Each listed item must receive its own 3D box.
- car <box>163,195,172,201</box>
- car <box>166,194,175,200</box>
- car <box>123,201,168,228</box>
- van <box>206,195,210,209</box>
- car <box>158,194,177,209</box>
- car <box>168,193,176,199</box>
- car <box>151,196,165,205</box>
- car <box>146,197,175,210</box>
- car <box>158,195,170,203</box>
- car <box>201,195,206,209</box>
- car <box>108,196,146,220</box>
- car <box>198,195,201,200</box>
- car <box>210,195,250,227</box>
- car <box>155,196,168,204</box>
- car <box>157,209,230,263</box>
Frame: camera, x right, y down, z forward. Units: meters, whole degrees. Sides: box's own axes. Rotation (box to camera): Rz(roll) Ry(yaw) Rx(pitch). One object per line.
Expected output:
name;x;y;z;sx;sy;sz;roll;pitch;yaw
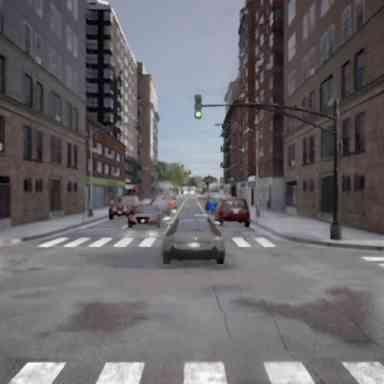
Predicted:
car;-5.628;1.394;77.361;1.802;1.307;4.206;0;0;0
car;-5.655;1.226;88.369;1.967;1.590;4.097;0;0;0
car;-2.915;1.510;21.728;1.994;1.385;4.181;0;0;0
van;2.590;1.266;33.355;1.690;1.788;3.998;0;0;0
car;-2.967;1.251;41.865;2.097;1.767;4.553;0;0;0
car;-5.669;1.213;93.872;1.967;1.590;4.097;0;0;0
car;-5.573;1.409;55.346;1.887;1.381;4.507;0;0;0
car;-2.940;1.449;31.721;1.812;1.442;4.674;0;0;0
car;-5.600;1.389;66.353;2.008;1.369;4.403;0;0;0
car;2.570;1.227;38.859;2.192;1.841;5.009;0;0;0
car;-5.504;1.244;27.827;2.192;1.841;5.009;0;0;0
car;2.406;1.332;83.060;1.752;1.417;4.829;0;0;0
car;2.631;1.266;22.348;2.192;1.841;5.009;0;0;0
car;-5.586;1.396;60.850;1.887;1.381;4.507;0;0;0
car;0.052;1.532;11.814;1.994;1.385;4.181;0;0;0
